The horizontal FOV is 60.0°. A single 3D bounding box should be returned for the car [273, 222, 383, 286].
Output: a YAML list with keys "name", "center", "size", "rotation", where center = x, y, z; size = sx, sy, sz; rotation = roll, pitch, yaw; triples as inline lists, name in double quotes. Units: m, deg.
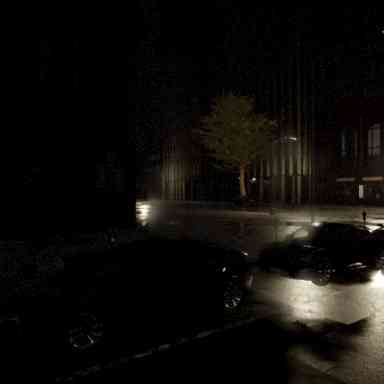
- name: "car"
  center: [3.817, 1.566, 9.402]
  size: [4.313, 1.339, 1.947]
  rotation: [0, 0, -36]

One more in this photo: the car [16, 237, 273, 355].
- name: "car"
  center: [-0.762, 1.566, 6.116]
  size: [4.313, 1.339, 1.947]
  rotation: [0, 0, -36]

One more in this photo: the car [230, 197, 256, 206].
- name: "car"
  center: [8.384, 1.589, 55.137]
  size: [1.837, 1.490, 4.892]
  rotation: [0, 0, -36]
